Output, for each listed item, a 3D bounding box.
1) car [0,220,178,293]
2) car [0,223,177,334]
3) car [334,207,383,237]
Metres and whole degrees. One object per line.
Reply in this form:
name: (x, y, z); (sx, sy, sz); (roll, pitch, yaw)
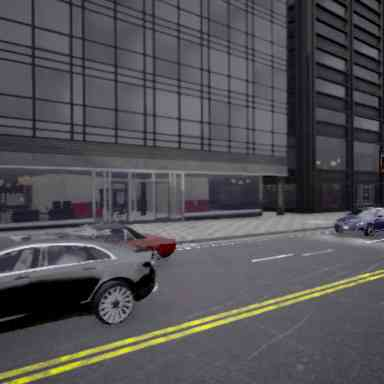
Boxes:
car: (-2.884, 1.614, 9.591); (4.718, 1.301, 1.895); (0, 0, -36)
car: (-2.939, 1.495, 5.566); (4.902, 1.511, 2.128); (0, 0, -35)
car: (9.932, 1.599, 18.695); (4.674, 1.442, 1.812); (1, 0, -35)
